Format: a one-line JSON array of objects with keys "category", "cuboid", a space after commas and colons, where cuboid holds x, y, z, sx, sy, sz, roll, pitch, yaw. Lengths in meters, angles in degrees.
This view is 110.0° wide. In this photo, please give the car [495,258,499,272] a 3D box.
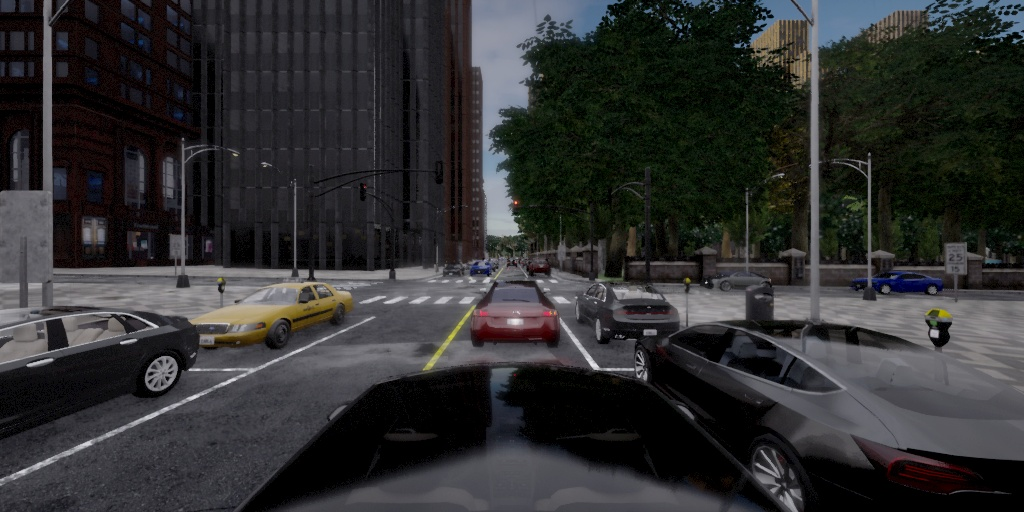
[{"category": "car", "cuboid": [-3.093, 1.338, 46.584, 1.994, 1.385, 4.181, 0, 0, 0]}]

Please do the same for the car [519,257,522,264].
[{"category": "car", "cuboid": [2.760, 1.233, 63.296, 1.967, 1.591, 4.097, 0, 0, 0]}]

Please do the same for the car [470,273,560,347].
[{"category": "car", "cuboid": [0.081, 1.314, 9.344, 1.994, 1.385, 4.181, 0, 0, 0]}]

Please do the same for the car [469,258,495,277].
[{"category": "car", "cuboid": [-3.093, 1.241, 36.619, 1.882, 1.535, 5.008, 0, 0, 0]}]

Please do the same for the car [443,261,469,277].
[{"category": "car", "cuboid": [-5.764, 1.328, 36.004, 1.948, 1.339, 4.313, 0, 0, 0]}]

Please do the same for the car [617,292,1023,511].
[{"category": "car", "cuboid": [2.763, 1.316, 3.836, 1.948, 1.339, 4.313, 0, 0, 0]}]

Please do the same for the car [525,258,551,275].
[{"category": "car", "cuboid": [2.761, 1.077, 36.014, 2.192, 1.841, 5.009, 0, 0, 0]}]

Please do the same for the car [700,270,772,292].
[{"category": "car", "cuboid": [15.046, 1.647, 24.172, 4.181, 1.385, 1.994, 1, 0, -2]}]

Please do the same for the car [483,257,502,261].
[{"category": "car", "cuboid": [-3.086, 1.277, 56.630, 2.128, 1.511, 4.902, 0, 0, 0]}]

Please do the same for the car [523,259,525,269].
[{"category": "car", "cuboid": [2.761, 1.340, 46.926, 1.948, 1.339, 4.313, 0, 0, 0]}]

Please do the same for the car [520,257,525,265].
[{"category": "car", "cuboid": [2.760, 1.337, 57.839, 2.007, 1.370, 4.403, 0, 0, 0]}]

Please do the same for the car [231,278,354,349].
[{"category": "car", "cuboid": [-5.763, 1.276, 9.170, 1.751, 1.417, 4.829, 0, 0, 0]}]

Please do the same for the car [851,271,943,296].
[{"category": "car", "cuboid": [25.880, 1.783, 24.212, 5.008, 1.535, 1.882, 1, 0, 0]}]

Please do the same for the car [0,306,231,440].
[{"category": "car", "cuboid": [-5.762, 1.300, 3.827, 2.007, 1.370, 4.403, 0, 0, 0]}]

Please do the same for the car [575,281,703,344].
[{"category": "car", "cuboid": [2.763, 1.301, 9.349, 2.007, 1.370, 4.403, 0, 0, 0]}]

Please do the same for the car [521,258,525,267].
[{"category": "car", "cuboid": [2.760, 1.331, 52.383, 2.007, 1.370, 4.403, 0, 0, 0]}]
